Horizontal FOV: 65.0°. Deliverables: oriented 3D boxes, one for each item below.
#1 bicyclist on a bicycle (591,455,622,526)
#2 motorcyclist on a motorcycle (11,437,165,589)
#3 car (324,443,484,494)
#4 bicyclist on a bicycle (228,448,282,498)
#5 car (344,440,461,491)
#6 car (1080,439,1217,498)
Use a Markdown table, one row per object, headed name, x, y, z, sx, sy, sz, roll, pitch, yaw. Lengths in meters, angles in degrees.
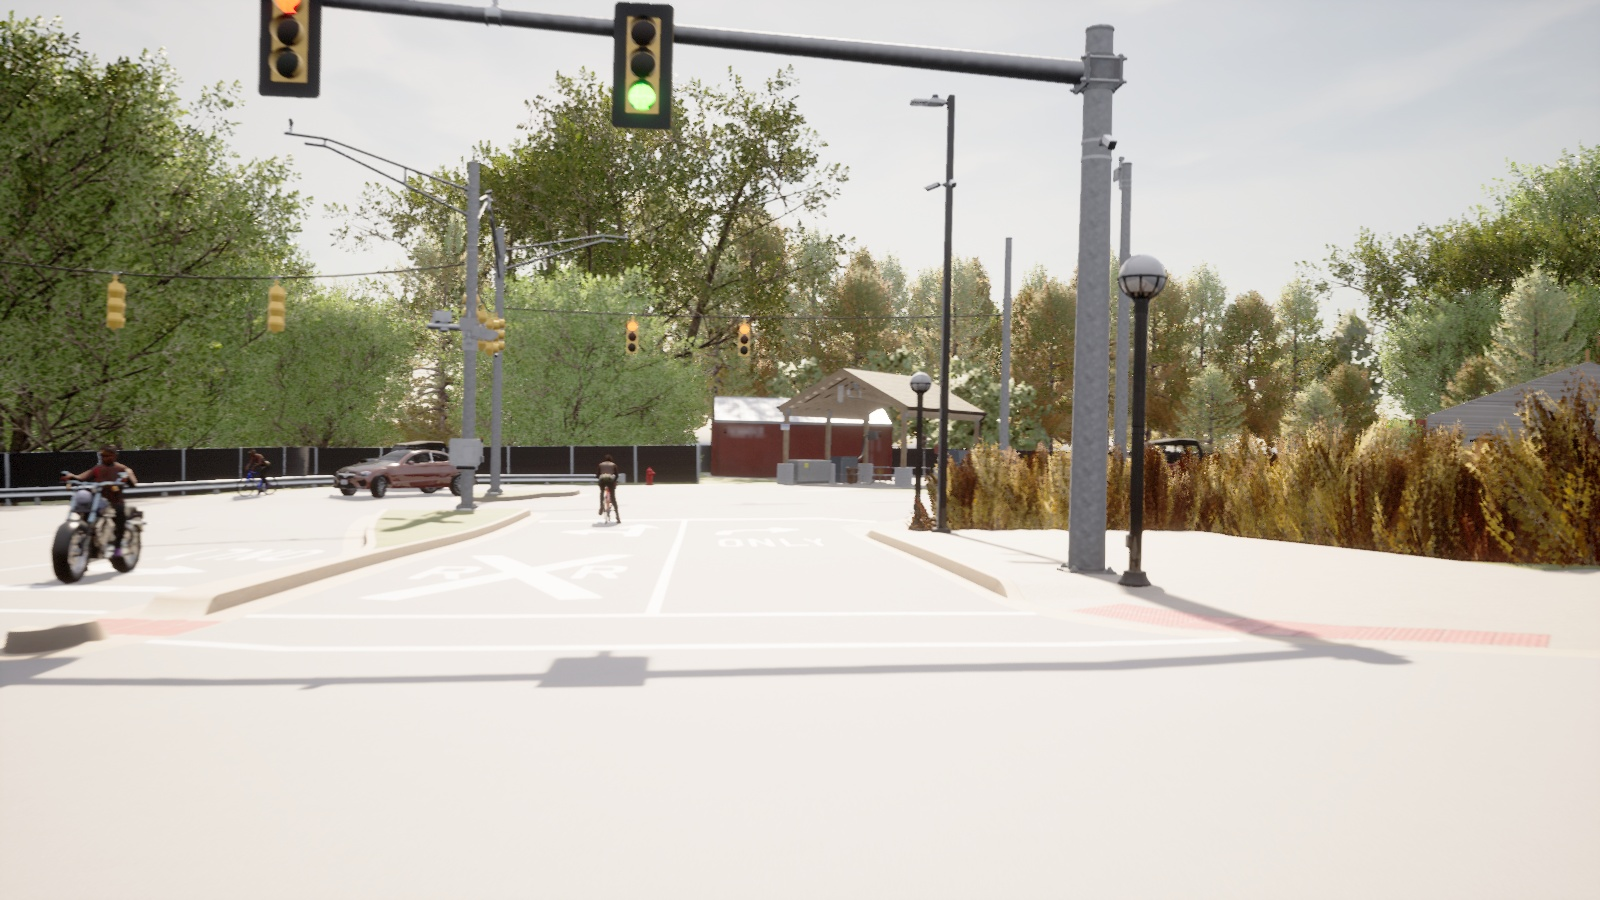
| name | x | y | z | sx | sy | sz | roll | pitch | yaw |
| --- | --- | --- | --- | --- | --- | --- | --- | --- | --- |
| bicyclist on a bicycle | -4.584 | 0.938 | 29.799 | 0.582 | 1.620 | 1.656 | 0 | 1 | -4 |
| motorcyclist on a motorcycle | -8.375 | 0.717 | 14.905 | 0.766 | 1.649 | 2.350 | 1 | -1 | -9 |
| car | -13.918 | 0.630 | 44.393 | 2.152 | 1.651 | 5.027 | 1 | 1 | 38 |
| bicyclist on a bicycle | -18.790 | 0.770 | 43.340 | 0.582 | 1.620 | 1.656 | 1 | 3 | 29 |
| car | -15.414 | 0.559 | 48.781 | 3.866 | 1.878 | 1.905 | 0 | 1 | -39 |
| car | 11.200 | 0.580 | 40.554 | 3.866 | 1.878 | 1.905 | 0 | 0 | -2 |
